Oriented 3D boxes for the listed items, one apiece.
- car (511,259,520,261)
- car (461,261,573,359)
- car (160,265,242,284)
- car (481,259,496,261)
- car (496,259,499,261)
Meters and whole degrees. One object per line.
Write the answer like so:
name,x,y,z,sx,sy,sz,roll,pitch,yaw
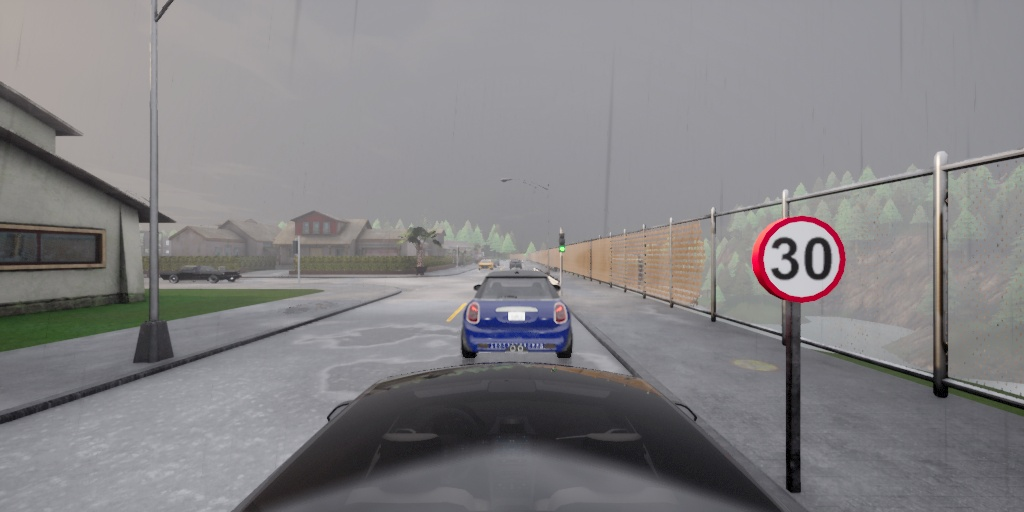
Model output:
car,0.586,1.253,57.640,1.837,1.490,4.892,0,0,0
car,0.118,1.101,8.561,2.097,1.767,4.553,0,0,1
car,-23.002,1.350,26.656,4.718,1.301,1.895,0,0,1
car,-3.667,1.226,51.188,1.882,1.535,5.008,0,0,1
car,-3.565,1.253,60.638,1.837,1.490,4.892,0,0,1
